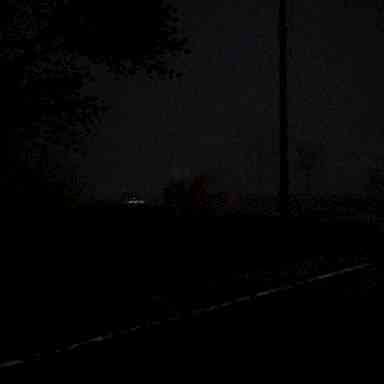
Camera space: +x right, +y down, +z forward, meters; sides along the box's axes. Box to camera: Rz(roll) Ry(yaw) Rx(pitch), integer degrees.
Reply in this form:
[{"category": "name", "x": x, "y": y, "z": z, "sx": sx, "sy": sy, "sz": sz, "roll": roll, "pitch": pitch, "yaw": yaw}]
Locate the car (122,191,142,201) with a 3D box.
[{"category": "car", "x": -9.824, "y": 0.639, "z": 53.981, "sx": 1.837, "sy": 1.490, "sz": 4.892, "roll": -2, "pitch": 2, "yaw": -35}]
